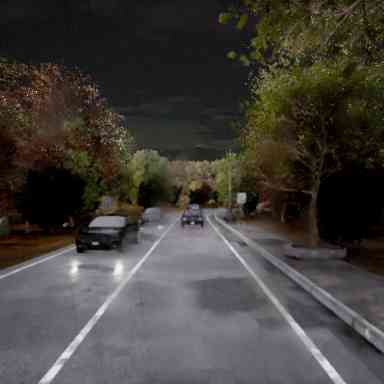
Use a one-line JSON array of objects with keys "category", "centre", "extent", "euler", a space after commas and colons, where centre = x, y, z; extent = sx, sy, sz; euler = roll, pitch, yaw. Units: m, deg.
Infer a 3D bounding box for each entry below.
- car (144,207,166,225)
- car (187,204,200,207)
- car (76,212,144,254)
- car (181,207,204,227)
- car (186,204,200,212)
[{"category": "car", "centre": [-3.492, 2.182, 30.515], "extent": [1.837, 1.490, 4.892], "euler": [0, -2, 1]}, {"category": "car", "centre": [0.462, 2.593, 45.310], "extent": [1.812, 1.442, 4.674], "euler": [-1, -2, 3]}, {"category": "car", "centre": [-3.568, 1.721, 14.831], "extent": [1.882, 1.535, 5.008], "euler": [0, -2, 0]}, {"category": "car", "centre": [0.038, 2.217, 28.336], "extent": [1.895, 1.301, 4.718], "euler": [0, -2, 0]}, {"category": "car", "centre": [0.210, 3.191, 68.747], "extent": [1.882, 1.535, 5.008], "euler": [1, -1, 12]}]
